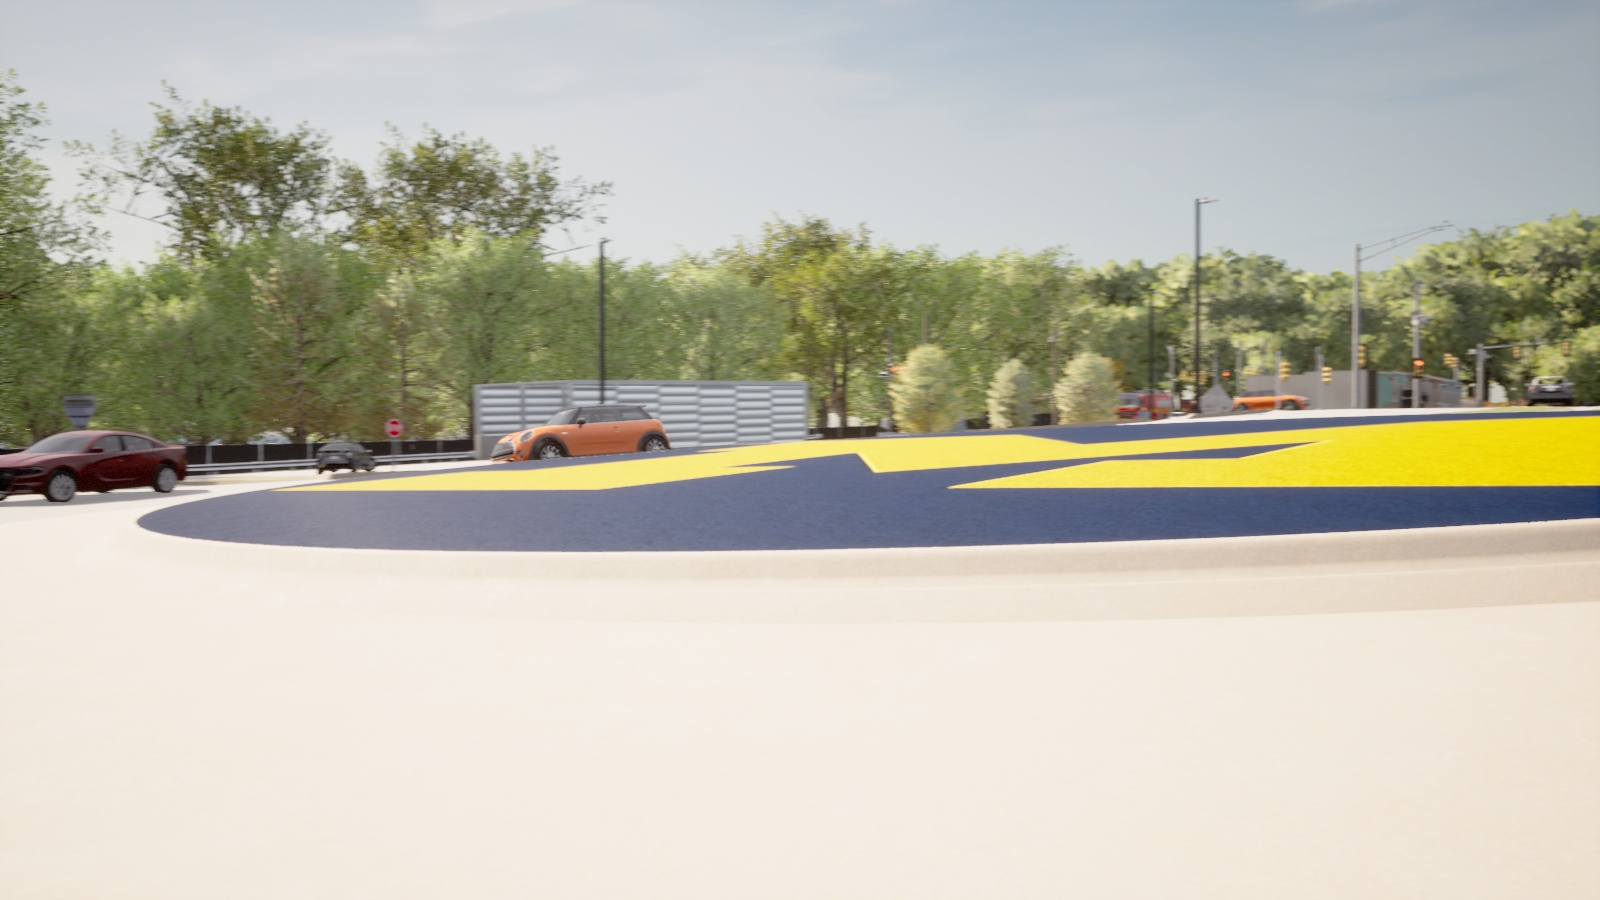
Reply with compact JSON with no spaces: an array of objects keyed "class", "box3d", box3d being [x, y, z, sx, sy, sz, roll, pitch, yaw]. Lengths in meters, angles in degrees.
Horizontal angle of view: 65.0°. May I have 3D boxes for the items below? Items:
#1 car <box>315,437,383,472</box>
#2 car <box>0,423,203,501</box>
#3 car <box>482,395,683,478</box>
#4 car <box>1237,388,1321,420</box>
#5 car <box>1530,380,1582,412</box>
[{"class":"car","box3d":[-21.366,0.181,59.676,2.007,1.525,4.514,-1,2,-6]},{"class":"car","box3d":[-16.064,0.183,28.387,1.882,1.535,5.008,1,2,14]},{"class":"car","box3d":[-5.593,-0.373,32.505,4.553,1.767,2.097,-3,-4,-37]},{"class":"car","box3d":[30.731,-2.918,80.615,4.553,1.767,2.097,-3,-1,37]},{"class":"car","box3d":[36.266,-2.555,60.320,1.970,1.475,3.806,1,1,29]}]
